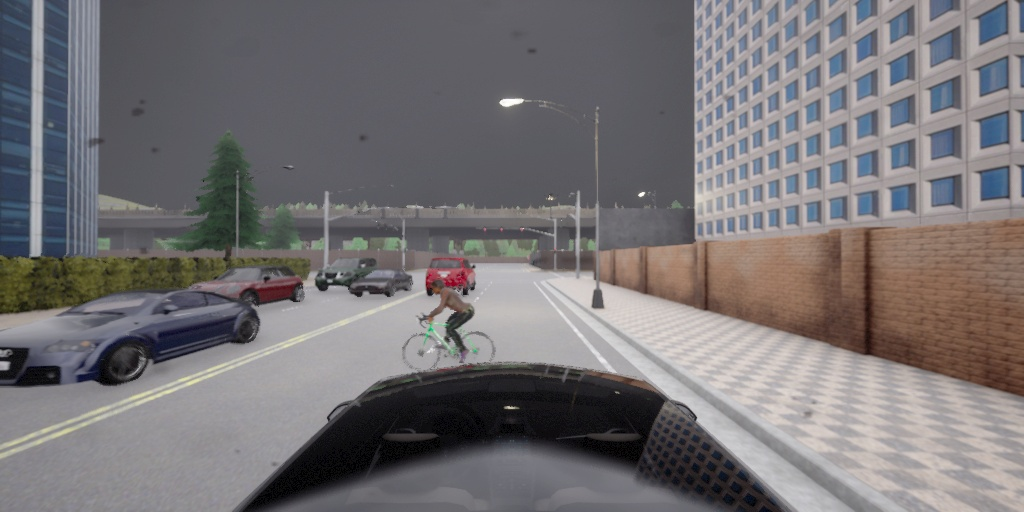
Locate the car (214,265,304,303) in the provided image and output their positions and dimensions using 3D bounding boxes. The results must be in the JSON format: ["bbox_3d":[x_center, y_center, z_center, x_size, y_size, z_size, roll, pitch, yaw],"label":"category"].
[{"bbox_3d":[-10.551,1.189,14.460,2.097,1.767,4.553,0,0,0],"label":"car"}]

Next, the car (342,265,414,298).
[{"bbox_3d":[-6.993,1.423,19.935,2.033,1.411,5.357,0,0,1],"label":"car"}]

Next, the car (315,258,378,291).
[{"bbox_3d":[-10.447,1.120,23.347,2.150,2.045,5.566,0,0,0],"label":"car"}]

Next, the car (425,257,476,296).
[{"bbox_3d":[-3.355,1.099,20.373,2.150,2.045,5.566,0,0,0],"label":"car"}]

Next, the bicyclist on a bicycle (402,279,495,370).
[{"bbox_3d":[-1.138,1.233,6.351,1.656,1.620,0.582,-2,0,0],"label":"bicyclist on a bicycle"}]

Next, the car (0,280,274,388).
[{"bbox_3d":[-7.081,1.350,6.950,1.994,1.385,4.181,0,0,0],"label":"car"}]
